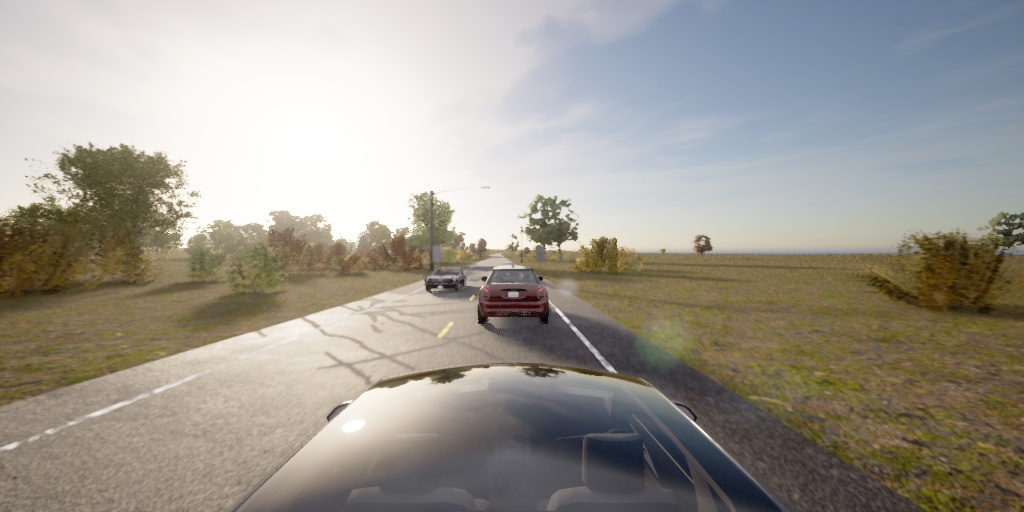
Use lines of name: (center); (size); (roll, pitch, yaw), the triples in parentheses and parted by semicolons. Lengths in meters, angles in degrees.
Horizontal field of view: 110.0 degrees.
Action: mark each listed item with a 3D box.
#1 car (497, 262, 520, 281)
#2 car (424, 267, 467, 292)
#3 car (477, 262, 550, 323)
car: (-0.376, 1.255, 30.635); (1.812, 1.442, 4.674); (0, 0, -2)
car: (-3.802, 1.343, 21.147); (1.895, 1.301, 4.718); (0, 0, -1)
car: (0.017, 1.099, 12.187); (2.097, 1.767, 4.553); (0, 0, -1)
